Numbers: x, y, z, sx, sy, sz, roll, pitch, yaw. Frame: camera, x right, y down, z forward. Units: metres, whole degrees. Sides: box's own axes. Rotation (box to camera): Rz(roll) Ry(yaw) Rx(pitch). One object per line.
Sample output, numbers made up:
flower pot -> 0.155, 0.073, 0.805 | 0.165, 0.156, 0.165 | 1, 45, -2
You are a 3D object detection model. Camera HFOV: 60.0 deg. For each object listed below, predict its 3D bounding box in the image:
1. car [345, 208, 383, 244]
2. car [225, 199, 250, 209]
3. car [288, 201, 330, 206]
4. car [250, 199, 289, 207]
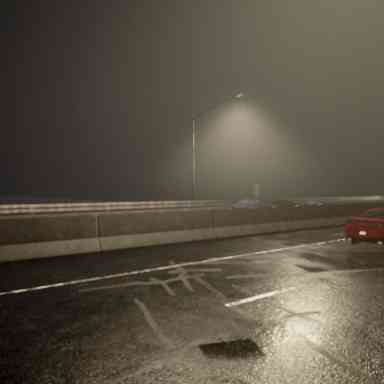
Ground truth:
car -> 8.503, 1.398, 14.041 | 5.008, 1.535, 1.882 | 0, 0, -35
car -> 5.838, 1.425, 33.761 | 5.357, 1.411, 2.033 | 0, 0, -35
car -> 10.651, 1.437, 28.574 | 4.181, 1.385, 1.994 | 0, 0, -35
car -> 7.930, 1.402, 30.948 | 4.674, 1.442, 1.812 | 0, 0, -35
